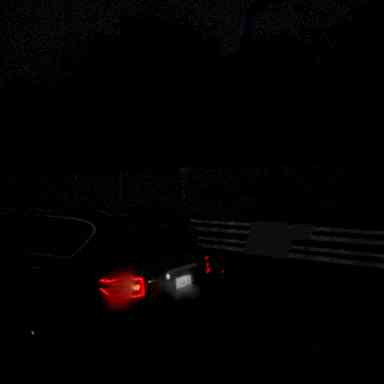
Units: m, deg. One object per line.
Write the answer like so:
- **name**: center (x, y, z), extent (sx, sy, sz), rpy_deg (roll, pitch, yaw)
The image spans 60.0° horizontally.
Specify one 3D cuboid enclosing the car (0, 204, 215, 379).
- **car**: center (-2.259, 1.224, 5.763), extent (5.566, 2.045, 2.150), rpy_deg (0, 0, 36)
